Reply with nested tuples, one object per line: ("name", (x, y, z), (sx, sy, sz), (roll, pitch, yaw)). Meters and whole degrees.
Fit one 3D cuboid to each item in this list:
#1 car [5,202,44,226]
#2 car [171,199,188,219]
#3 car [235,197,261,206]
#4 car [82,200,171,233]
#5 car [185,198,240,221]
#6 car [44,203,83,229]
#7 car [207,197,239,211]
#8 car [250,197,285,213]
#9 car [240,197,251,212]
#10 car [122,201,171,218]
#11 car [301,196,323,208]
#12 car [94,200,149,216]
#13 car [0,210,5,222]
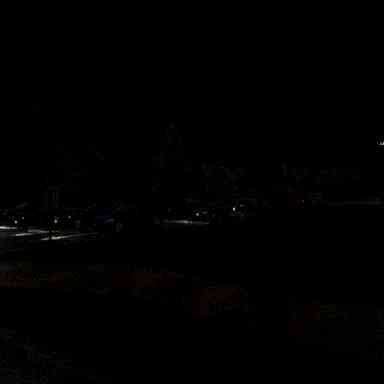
("car", (-9.817, 1.547, 23.637), (2.033, 1.411, 5.357), (0, 0, 36))
("car", (-1.268, 1.601, 29.430), (1.895, 1.301, 4.718), (0, 0, 36))
("car", (9.489, 1.549, 55.930), (2.033, 1.411, 5.357), (0, 0, 36))
("car", (-3.760, 1.478, 20.064), (1.882, 1.535, 5.008), (0, 0, 36))
("car", (1.825, 1.505, 27.735), (1.837, 1.490, 4.892), (0, 0, 36))
("car", (-6.725, 1.491, 21.938), (2.128, 1.511, 4.902), (0, 0, 36))
("car", (3.991, 1.501, 42.584), (1.837, 1.490, 4.892), (0, 1, 36))
("car", (8.788, 1.478, 37.285), (1.882, 1.535, 5.008), (0, 0, 36))
("car", (6.312, 1.506, 39.830), (1.837, 1.490, 4.892), (0, 0, 36))
("car", (-4.174, 1.601, 31.387), (1.895, 1.301, 4.718), (0, 0, 36))
("car", (17.998, 1.404, 49.777), (2.097, 1.767, 4.553), (0, 0, 36))
("car", (-6.970, 1.547, 33.492), (2.033, 1.411, 5.357), (0, 0, 36))
("car", (-12.614, 1.526, 25.742), (1.812, 1.442, 4.674), (0, 0, 36))
